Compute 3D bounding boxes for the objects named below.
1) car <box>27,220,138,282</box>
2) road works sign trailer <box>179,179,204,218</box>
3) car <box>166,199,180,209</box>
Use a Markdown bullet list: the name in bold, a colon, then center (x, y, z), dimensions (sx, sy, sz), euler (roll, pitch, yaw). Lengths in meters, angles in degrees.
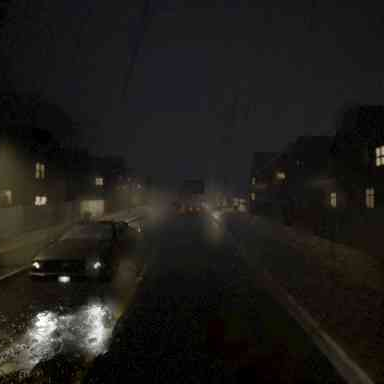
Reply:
- **car**: center (-2.851, 1.572, 10.096), dimensions (2.033, 1.411, 5.357), euler (0, 0, 0)
- **road works sign trailer**: center (-0.009, 0.584, 32.058), dimensions (2.380, 3.560, 2.880), euler (0, 0, 1)
- **car**: center (-2.836, 1.819, 50.390), dimensions (1.994, 1.385, 4.181), euler (0, -1, 0)
